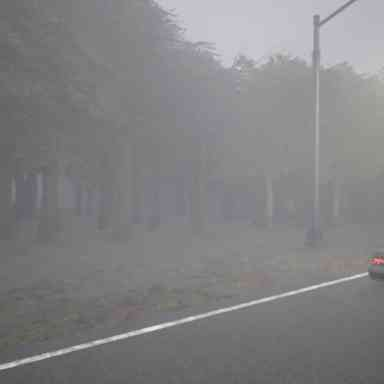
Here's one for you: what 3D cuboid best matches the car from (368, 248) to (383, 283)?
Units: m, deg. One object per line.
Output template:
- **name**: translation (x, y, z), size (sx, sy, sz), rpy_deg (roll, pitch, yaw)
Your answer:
- **car**: translation (6.692, 1.682, 8.614), size (5.357, 1.411, 2.033), rpy_deg (1, -1, -35)
